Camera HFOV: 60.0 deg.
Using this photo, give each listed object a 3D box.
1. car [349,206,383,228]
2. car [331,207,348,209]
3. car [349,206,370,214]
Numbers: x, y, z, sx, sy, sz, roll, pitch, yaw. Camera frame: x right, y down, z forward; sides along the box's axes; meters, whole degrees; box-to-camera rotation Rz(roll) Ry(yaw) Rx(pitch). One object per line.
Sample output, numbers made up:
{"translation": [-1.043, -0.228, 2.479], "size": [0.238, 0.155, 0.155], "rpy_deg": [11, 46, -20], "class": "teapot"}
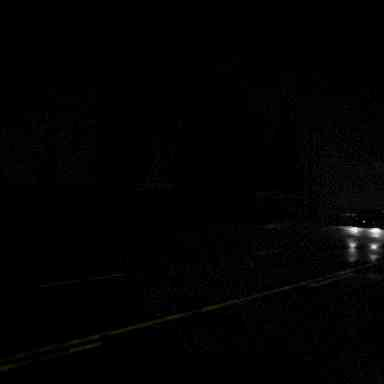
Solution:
{"translation": [14.751, 2.118, 27.509], "size": [1.837, 1.490, 4.892], "rpy_deg": [1, -1, 39], "class": "car"}
{"translation": [28.994, 3.204, 65.481], "size": [1.994, 1.385, 4.181], "rpy_deg": [1, -1, -2], "class": "car"}
{"translation": [32.533, 3.452, 64.794], "size": [1.994, 1.385, 4.181], "rpy_deg": [1, -1, -2], "class": "car"}
